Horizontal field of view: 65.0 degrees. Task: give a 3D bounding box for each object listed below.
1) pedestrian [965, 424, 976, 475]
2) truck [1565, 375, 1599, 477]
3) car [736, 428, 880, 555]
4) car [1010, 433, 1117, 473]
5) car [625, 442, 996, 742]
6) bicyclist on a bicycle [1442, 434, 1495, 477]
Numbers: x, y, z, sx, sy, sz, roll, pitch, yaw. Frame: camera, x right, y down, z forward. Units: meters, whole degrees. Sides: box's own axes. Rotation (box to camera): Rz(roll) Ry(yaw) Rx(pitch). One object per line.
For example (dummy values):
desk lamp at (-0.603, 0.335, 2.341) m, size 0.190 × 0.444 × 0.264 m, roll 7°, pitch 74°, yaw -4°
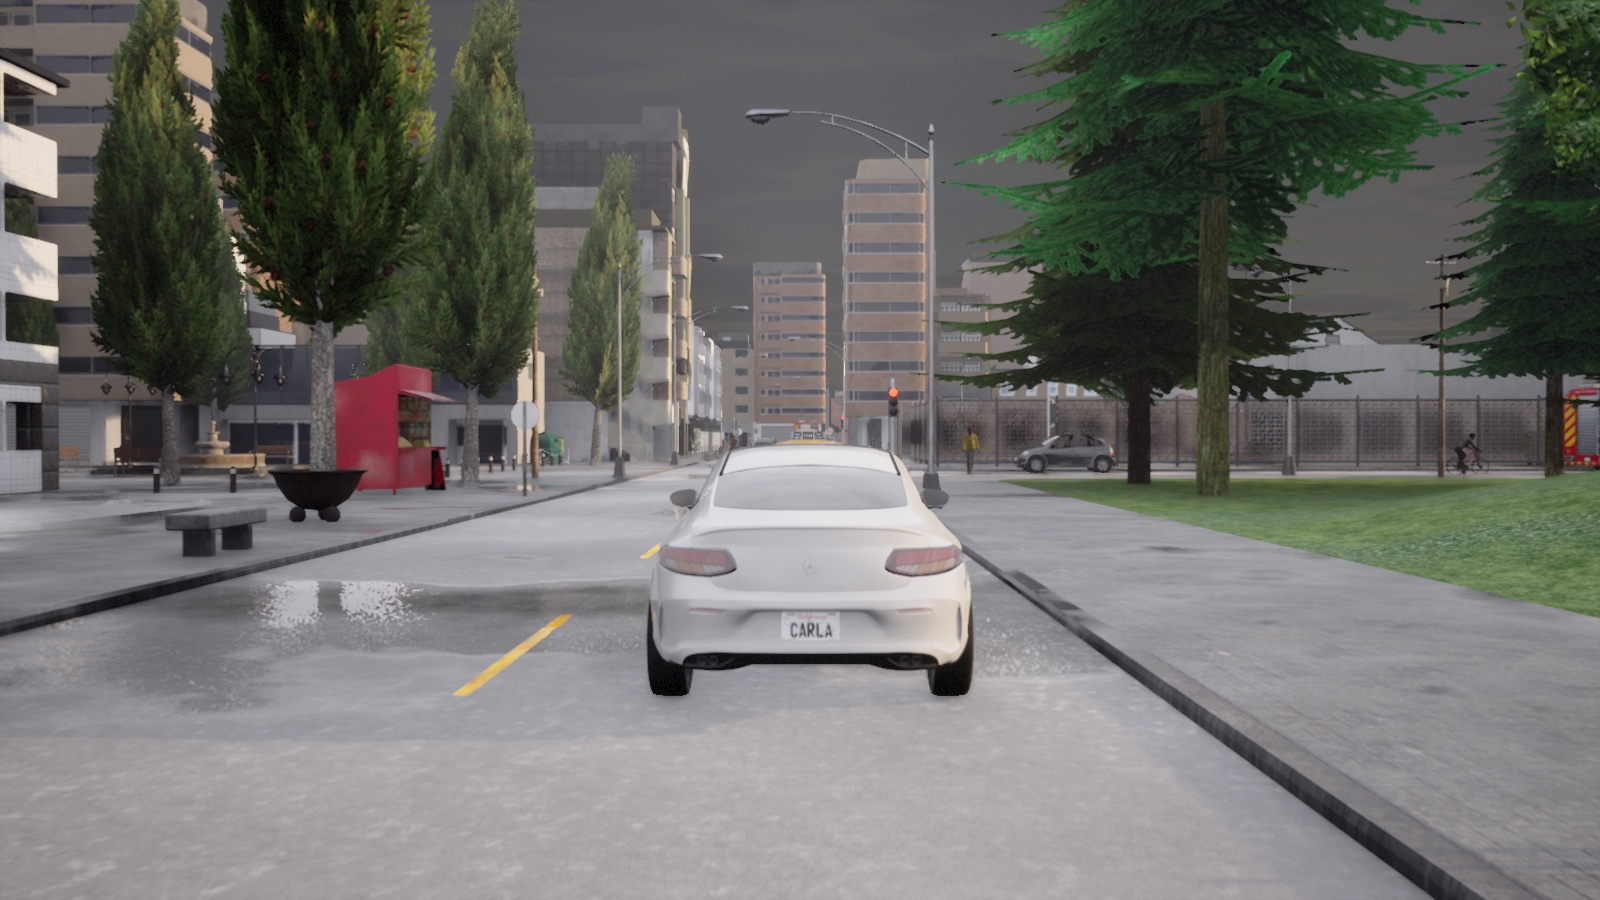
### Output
pedestrian at (6.152, -0.021, 45.349) m, size 0.370 × 1.835 × 0.726 m, roll 0°, pitch 1°, yaw 6°
truck at (34.138, -0.898, 47.646) m, size 8.468 × 3.827 × 2.891 m, roll 0°, pitch 1°, yaw -1°
car at (0.119, 0.490, 18.363) m, size 1.801 × 1.575 × 5.366 m, roll 0°, pitch 1°, yaw 0°
car at (10.827, 0.103, 51.783) m, size 3.988 × 1.617 × 1.851 m, roll 0°, pitch 1°, yaw 0°
car at (0.063, 0.681, 8.484) m, size 1.812 × 1.442 × 4.674 m, roll 0°, pitch 1°, yaw 0°
bicyclist on a bicycle at (25.399, 0.212, 47.715) m, size 1.656 × 1.620 × 0.582 m, roll 0°, pitch 1°, yaw 0°
